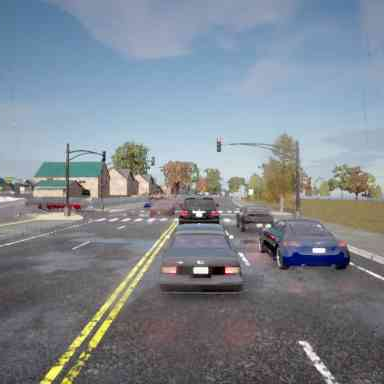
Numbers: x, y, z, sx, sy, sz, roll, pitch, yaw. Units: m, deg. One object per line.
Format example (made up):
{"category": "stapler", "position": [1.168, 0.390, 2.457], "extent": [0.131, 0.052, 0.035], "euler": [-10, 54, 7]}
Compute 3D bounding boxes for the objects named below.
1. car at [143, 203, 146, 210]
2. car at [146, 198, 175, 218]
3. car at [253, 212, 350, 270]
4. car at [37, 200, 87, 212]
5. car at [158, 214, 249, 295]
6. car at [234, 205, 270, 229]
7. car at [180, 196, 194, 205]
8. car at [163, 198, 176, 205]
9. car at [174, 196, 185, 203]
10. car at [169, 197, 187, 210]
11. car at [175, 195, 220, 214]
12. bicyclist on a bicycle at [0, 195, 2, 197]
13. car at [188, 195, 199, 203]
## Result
{"category": "car", "position": [-5.241, 1.668, 44.708], "extent": [1.895, 1.301, 4.718], "euler": [0, 0, 3]}
{"category": "car", "position": [-2.651, 1.512, 30.579], "extent": [1.882, 1.535, 5.008], "euler": [0, 0, 2]}
{"category": "car", "position": [3.500, 1.570, 11.102], "extent": [1.994, 1.385, 4.181], "euler": [0, 0, 1]}
{"category": "car", "position": [-13.750, 1.447, 35.250], "extent": [4.718, 1.301, 1.895], "euler": [1, -1, 4]}
{"category": "car", "position": [0.204, 1.553, 8.891], "extent": [2.033, 1.411, 5.357], "euler": [0, 0, 1]}
{"category": "car", "position": [3.688, 1.520, 19.994], "extent": [1.837, 1.490, 4.892], "euler": [0, 0, 3]}
{"category": "car", "position": [-0.834, 1.600, 62.183], "extent": [2.128, 1.511, 4.902], "euler": [0, 0, 5]}
{"category": "car", "position": [-4.130, 1.712, 61.697], "extent": [1.895, 1.301, 4.718], "euler": [0, 0, 5]}
{"category": "car", "position": [-2.856, 1.702, 76.764], "extent": [2.033, 1.411, 5.357], "euler": [0, 0, 5]}
{"category": "car", "position": [-1.890, 1.546, 46.373], "extent": [1.882, 1.535, 5.008], "euler": [0, 0, 4]}
{"category": "car", "position": [0.421, 1.237, 19.138], "extent": [2.150, 2.045, 5.566], "euler": [0, 0, 1]}
{"category": "bicyclist on a bicycle", "position": [-23.949, 1.036, 41.357], "extent": [0.582, 1.620, 1.656], "euler": [1, -1, 16]}
{"category": "car", "position": [0.435, 1.511, 77.065], "extent": [2.097, 1.767, 4.553], "euler": [0, 0, 5]}
